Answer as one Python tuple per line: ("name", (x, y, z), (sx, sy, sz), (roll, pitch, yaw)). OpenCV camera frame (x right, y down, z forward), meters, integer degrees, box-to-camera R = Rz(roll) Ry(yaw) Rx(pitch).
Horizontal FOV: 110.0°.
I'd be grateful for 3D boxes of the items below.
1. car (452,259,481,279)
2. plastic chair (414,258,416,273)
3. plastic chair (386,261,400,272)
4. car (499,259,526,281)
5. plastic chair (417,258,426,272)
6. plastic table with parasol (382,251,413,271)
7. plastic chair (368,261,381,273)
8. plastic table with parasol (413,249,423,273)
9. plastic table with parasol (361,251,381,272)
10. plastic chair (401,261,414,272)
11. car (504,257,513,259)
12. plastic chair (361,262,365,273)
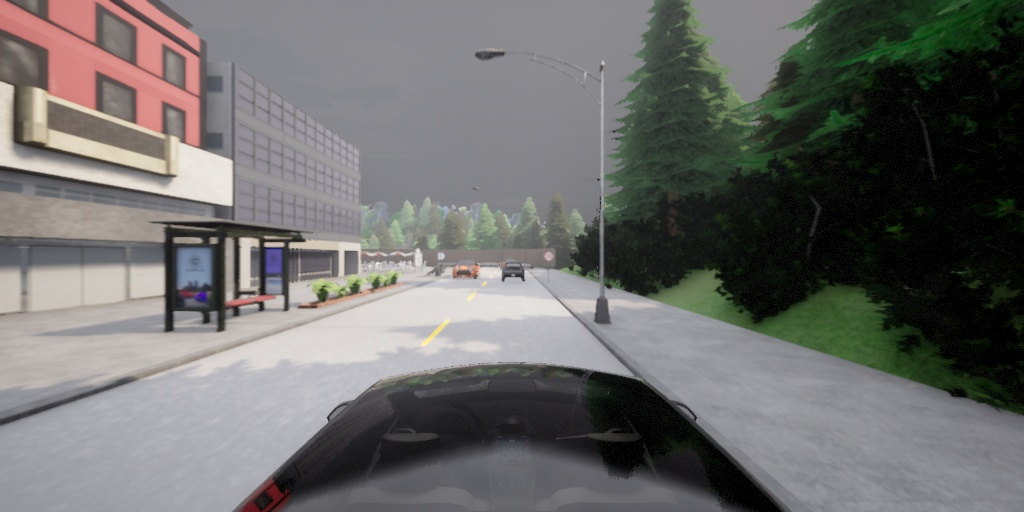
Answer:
("car", (-4.017, 1.095, 32.037), (2.097, 1.767, 4.553), (0, 0, 0))
("plastic chair", (-13.524, 1.270, 47.721), (0.750, 1.272, 0.730), (0, 0, 0))
("plastic chair", (-14.244, 1.271, 42.891), (0.750, 1.272, 0.730), (0, 0, 0))
("car", (0.104, 1.248, 30.054), (1.837, 1.490, 4.892), (0, 0, 0))
("plastic chair", (-12.114, 1.270, 48.881), (0.730, 1.272, 0.750), (0, 0, 0))
("plastic table with parasol", (-14.084, 0.667, 44.171), (2.482, 2.480, 2.482), (0, 0, 0))
("plastic chair", (-15.884, 1.272, 41.411), (0.730, 1.272, 0.750), (0, 0, 0))
("plastic table with parasol", (-13.364, 0.666, 49.031), (2.482, 2.480, 2.482), (0, 0, 0))
("plastic table with parasol", (-17.144, 0.668, 41.531), (2.482, 2.480, 2.482), (0, 0, 0))
("plastic chair", (-12.834, 1.271, 44.051), (0.730, 1.272, 0.750), (0, 0, 0))
("car", (-0.563, 1.092, 51.054), (2.097, 1.767, 4.553), (0, 0, -9))
("plastic chair", (-17.294, 1.272, 40.251), (0.750, 1.272, 0.730), (0, 0, 0))
